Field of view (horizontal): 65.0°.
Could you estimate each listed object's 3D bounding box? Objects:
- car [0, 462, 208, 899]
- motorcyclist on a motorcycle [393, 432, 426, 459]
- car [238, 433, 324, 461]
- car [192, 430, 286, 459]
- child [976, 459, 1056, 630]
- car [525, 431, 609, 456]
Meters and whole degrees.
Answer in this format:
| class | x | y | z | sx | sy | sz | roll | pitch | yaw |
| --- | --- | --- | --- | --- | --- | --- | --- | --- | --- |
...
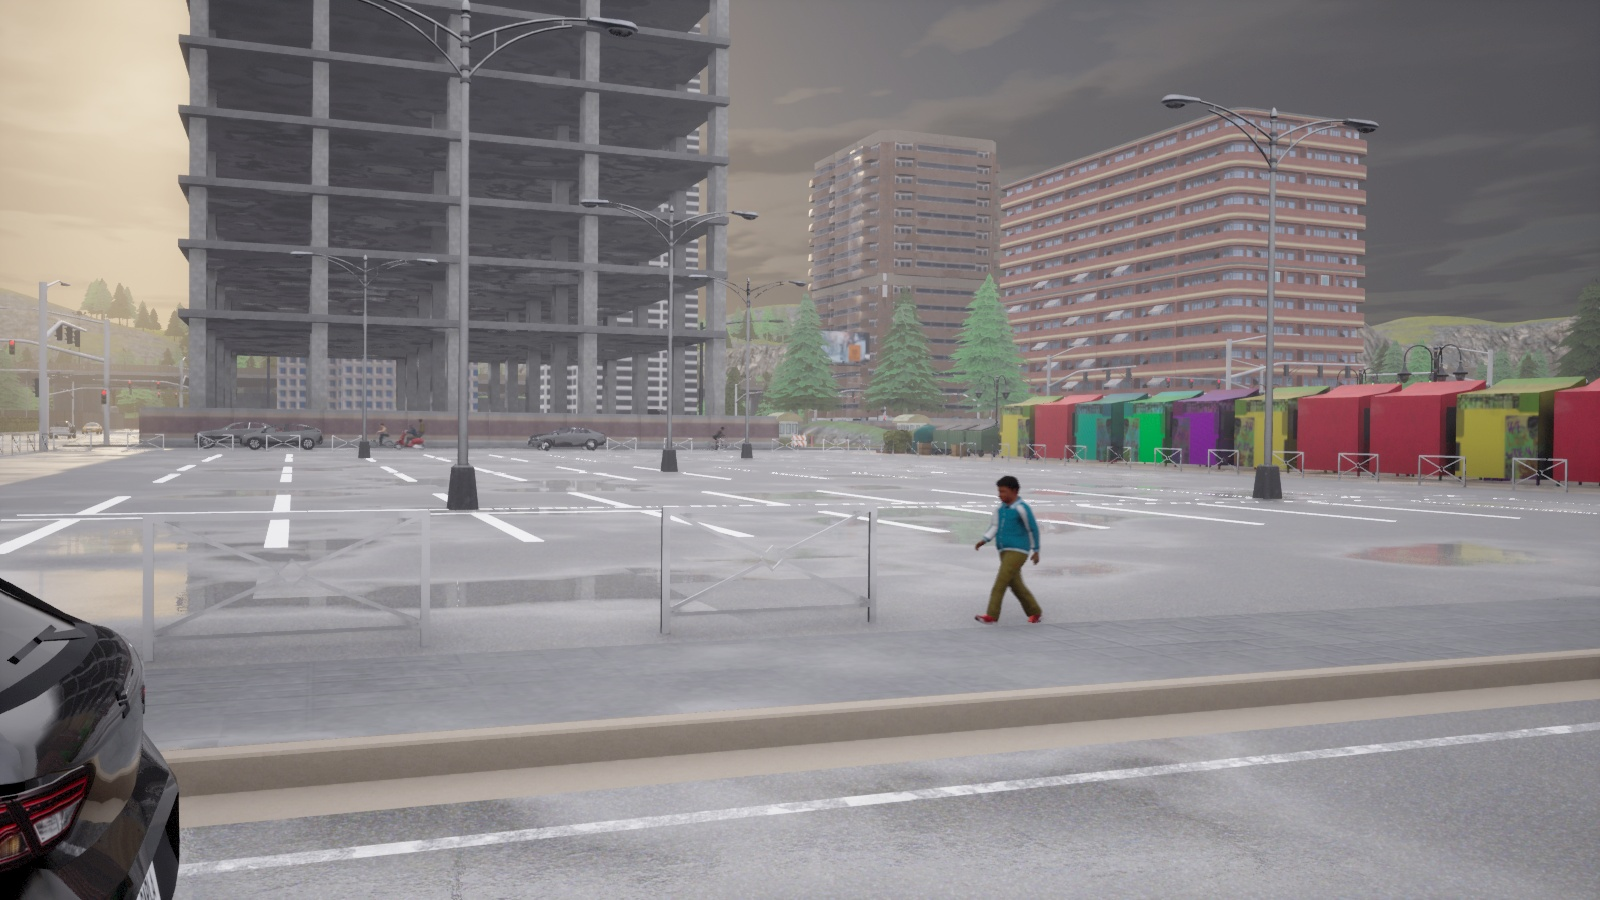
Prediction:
| class | x | y | z | sx | sy | sz | roll | pitch | yaw |
| --- | --- | --- | --- | --- | --- | --- | --- | --- | --- |
| car | -3.322 | 0.815 | 1.970 | 4.193 | 1.474 | 1.816 | -1 | 1 | -21 |
| motorcyclist on a motorcycle | -23.420 | -0.277 | 75.351 | 1.817 | 1.590 | 0.866 | -1 | 1 | -22 |
| car | -29.989 | -0.169 | 72.661 | 4.514 | 1.525 | 2.007 | -1 | 1 | -22 |
| car | -33.451 | -0.338 | 75.023 | 5.027 | 1.651 | 2.152 | -1 | 1 | -22 |
| child | 1.569 | 0.671 | 9.116 | 0.448 | 1.192 | 0.343 | -1 | 1 | -26 |
| car | -14.649 | -0.427 | 78.943 | 4.902 | 1.511 | 2.128 | -1 | 1 | -22 |
